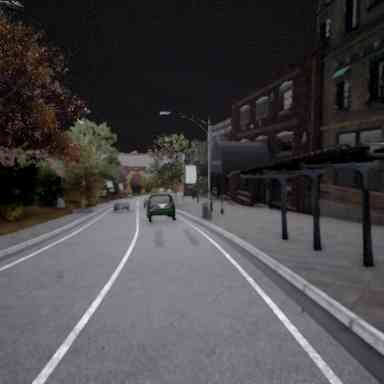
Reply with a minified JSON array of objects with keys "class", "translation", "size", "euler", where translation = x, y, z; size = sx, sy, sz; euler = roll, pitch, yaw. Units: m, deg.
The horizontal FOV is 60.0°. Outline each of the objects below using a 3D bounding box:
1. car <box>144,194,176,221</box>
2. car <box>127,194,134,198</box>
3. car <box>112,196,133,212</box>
[{"class":"car","translation":[-2.628,1.208,27.557],"size":[2.150,2.045,5.566],"euler":[-1,0,-9]},{"class":"car","translation":[-14.707,1.243,79.303],"size":[1.837,1.490,4.892],"euler":[-1,0,-9]},{"class":"car","translation":[-8.265,1.578,39.379],"size":[1.837,1.490,4.892],"euler":[-1,0,-9]}]
